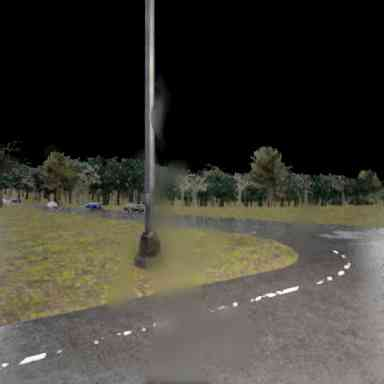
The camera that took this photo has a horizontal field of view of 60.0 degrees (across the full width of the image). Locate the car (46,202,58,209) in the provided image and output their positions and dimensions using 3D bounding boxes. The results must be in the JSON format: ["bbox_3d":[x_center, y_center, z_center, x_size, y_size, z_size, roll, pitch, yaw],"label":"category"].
[{"bbox_3d":[-29.941,2.796,71.179,1.812,1.442,4.674,2,-2,-28],"label":"car"}]

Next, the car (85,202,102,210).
[{"bbox_3d":[-19.262,2.741,64.911,1.882,1.535,5.008,3,-2,-36],"label":"car"}]

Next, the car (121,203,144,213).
[{"bbox_3d":[-9.101,2.440,50.706,1.837,1.490,4.892,3,-3,-36],"label":"car"}]
